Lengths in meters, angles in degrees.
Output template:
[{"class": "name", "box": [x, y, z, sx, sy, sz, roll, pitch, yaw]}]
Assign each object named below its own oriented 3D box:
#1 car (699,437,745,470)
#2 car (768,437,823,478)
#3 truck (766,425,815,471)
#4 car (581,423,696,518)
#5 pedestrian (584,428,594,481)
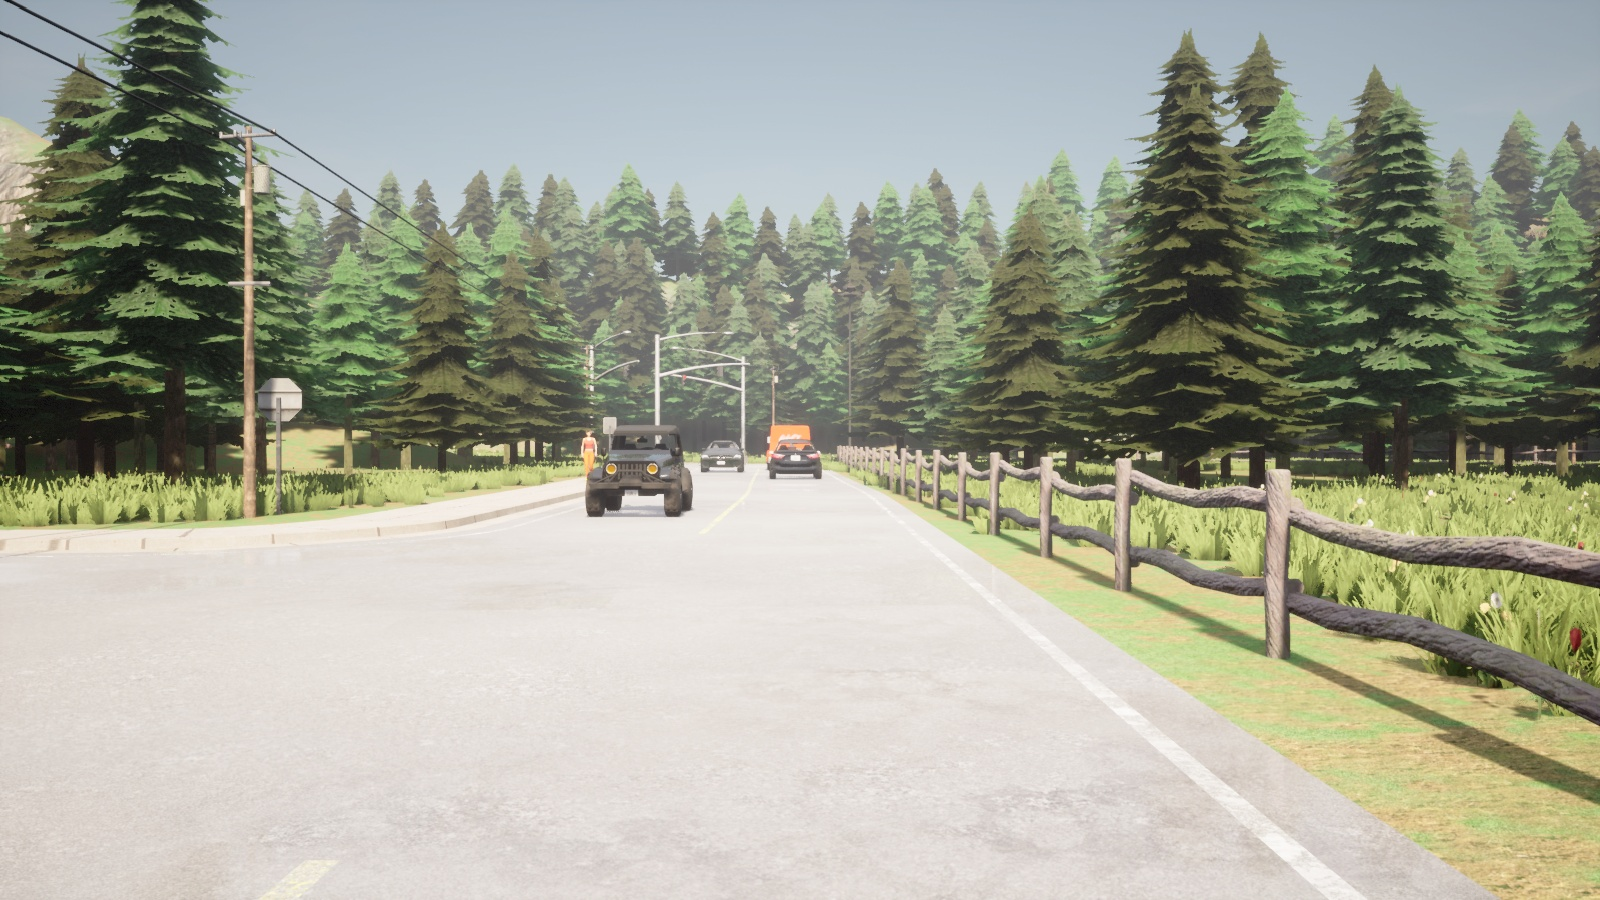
[{"class": "car", "box": [-3.943, 0.167, 64.288, 2.152, 1.651, 5.027, 0, 0, -1]}, {"class": "car", "box": [-0.211, 0.298, 53.348, 2.242, 1.667, 4.611, 0, 0, -1]}, {"class": "truck", "box": [-0.592, -0.129, 70.272, 2.627, 2.467, 5.204, 0, 0, -2]}, {"class": "car", "box": [-3.336, 0.389, 26.623, 1.905, 1.878, 3.866, 0, 0, 0]}, {"class": "pedestrian", "box": [-7.280, 0.150, 43.315, 0.345, 1.836, 0.594, 0, 0, -9]}]
